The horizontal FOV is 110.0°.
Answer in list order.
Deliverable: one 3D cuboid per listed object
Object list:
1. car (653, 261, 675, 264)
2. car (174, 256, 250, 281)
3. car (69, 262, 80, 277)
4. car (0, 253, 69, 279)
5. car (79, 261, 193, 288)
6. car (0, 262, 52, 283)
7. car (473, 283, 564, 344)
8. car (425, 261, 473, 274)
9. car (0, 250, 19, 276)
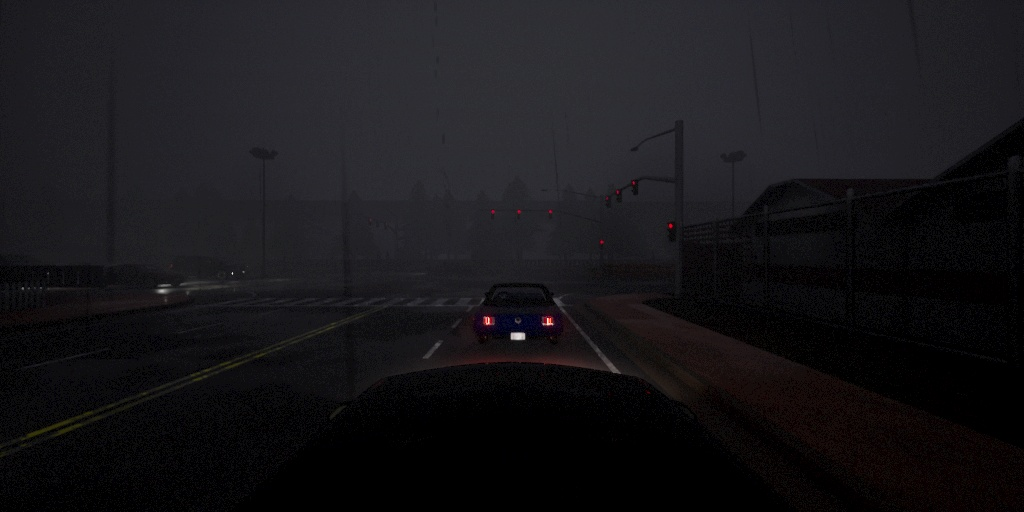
[{"bbox_3d":[17.193,1.314,41.577,4.674,1.442,1.812,0,0,-1],"label":"car"},{"bbox_3d":[-25.391,0.992,30.177,5.566,2.045,2.150,0,0,-1],"label":"car"},{"bbox_3d":[-35.115,1.216,30.021,4.674,1.442,1.812,1,0,-1],"label":"car"},{"bbox_3d":[-37.152,0.842,26.486,5.566,2.045,2.150,2,0,-1],"label":"car"},{"bbox_3d":[-24.155,1.246,23.195,5.008,1.535,1.882,0,0,-1],"label":"car"},{"bbox_3d":[-33.137,1.288,23.049,4.181,1.385,1.994,1,0,-1],"label":"car"},{"bbox_3d":[0.191,1.358,9.559,1.895,1.301,4.718,0,0,2],"label":"car"},{"bbox_3d":[-7.214,1.335,41.185,5.357,1.411,2.033,0,0,-1],"label":"car"},{"bbox_3d":[-45.431,0.416,29.880,5.566,2.045,2.150,4,0,-1],"label":"car"}]
